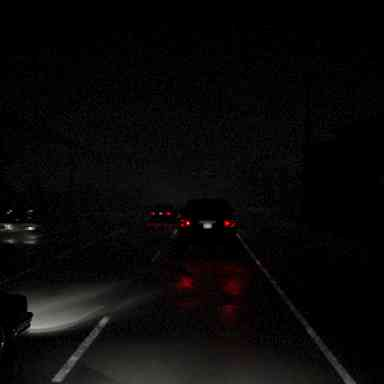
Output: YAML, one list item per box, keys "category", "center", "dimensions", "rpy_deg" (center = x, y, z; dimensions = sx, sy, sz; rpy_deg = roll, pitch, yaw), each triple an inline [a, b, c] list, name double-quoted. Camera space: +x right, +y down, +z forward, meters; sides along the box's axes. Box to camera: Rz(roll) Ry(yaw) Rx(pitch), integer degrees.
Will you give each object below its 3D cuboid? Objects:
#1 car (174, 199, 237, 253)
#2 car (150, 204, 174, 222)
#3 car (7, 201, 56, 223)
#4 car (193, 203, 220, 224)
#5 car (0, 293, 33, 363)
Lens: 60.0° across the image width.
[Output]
- category: "car"
  center: [0.657, 1.314, 14.260]
  dimensions: [2.150, 2.045, 5.566]
  rpy_deg: [0, -1, 2]
- category: "car"
  center: [-2.279, 1.731, 27.998]
  dimensions: [2.033, 1.411, 5.357]
  rpy_deg: [0, 0, 2]
- category: "car"
  center: [-12.947, 1.519, 27.084]
  dimensions: [2.097, 1.767, 4.553]
  rpy_deg: [0, 0, 3]
- category: "car"
  center: [1.237, 1.735, 28.251]
  dimensions: [2.033, 1.411, 5.357]
  rpy_deg: [0, 0, 3]
- category: "car"
  center: [-3.509, 1.562, 2.561]
  dimensions: [2.033, 1.411, 5.357]
  rpy_deg: [0, 0, 5]
